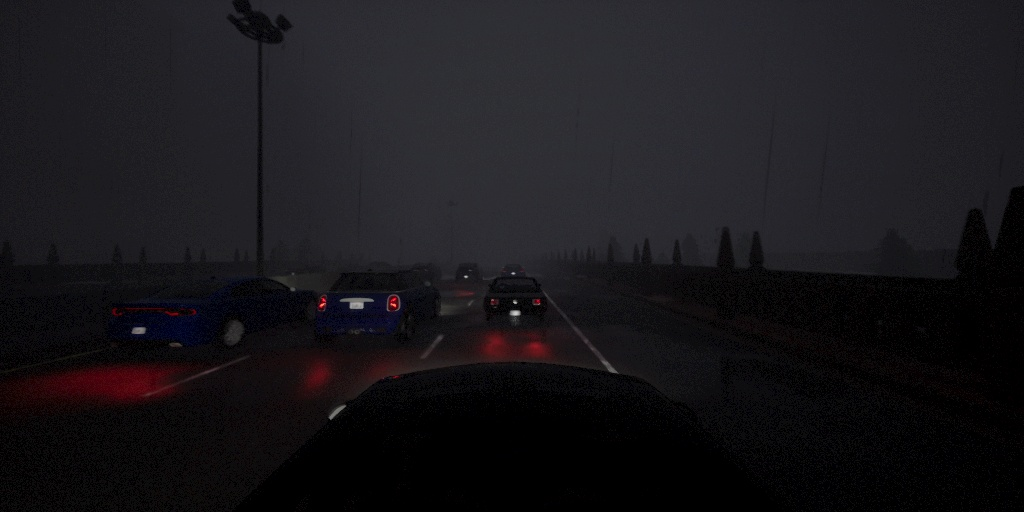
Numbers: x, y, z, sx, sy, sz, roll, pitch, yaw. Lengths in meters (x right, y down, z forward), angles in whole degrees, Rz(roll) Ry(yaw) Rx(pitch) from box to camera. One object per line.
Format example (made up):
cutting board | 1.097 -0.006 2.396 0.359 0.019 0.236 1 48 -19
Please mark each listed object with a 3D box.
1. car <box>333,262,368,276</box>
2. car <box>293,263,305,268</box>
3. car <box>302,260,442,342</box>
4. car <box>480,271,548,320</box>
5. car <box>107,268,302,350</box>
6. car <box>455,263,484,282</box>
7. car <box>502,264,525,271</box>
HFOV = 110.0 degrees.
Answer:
car | -17.585 1.369 39.328 1.994 1.385 4.181 0 0 0
car | -21.089 1.400 36.794 1.895 1.301 4.718 0 0 0
car | -3.399 1.106 9.969 2.097 1.767 4.553 0 0 0
car | 0.101 1.356 12.548 1.895 1.301 4.718 0 0 0
car | -6.901 1.232 9.106 1.882 1.535 5.008 0 0 0
car | -3.399 1.283 28.922 1.837 1.490 4.892 0 0 0
car | 0.102 1.345 29.977 1.994 1.385 4.181 0 0 0
